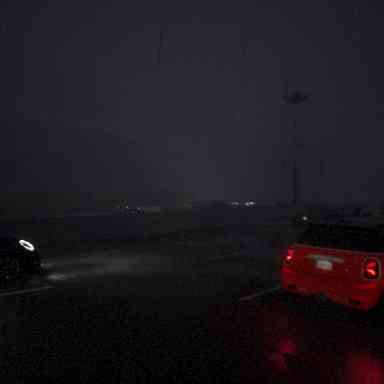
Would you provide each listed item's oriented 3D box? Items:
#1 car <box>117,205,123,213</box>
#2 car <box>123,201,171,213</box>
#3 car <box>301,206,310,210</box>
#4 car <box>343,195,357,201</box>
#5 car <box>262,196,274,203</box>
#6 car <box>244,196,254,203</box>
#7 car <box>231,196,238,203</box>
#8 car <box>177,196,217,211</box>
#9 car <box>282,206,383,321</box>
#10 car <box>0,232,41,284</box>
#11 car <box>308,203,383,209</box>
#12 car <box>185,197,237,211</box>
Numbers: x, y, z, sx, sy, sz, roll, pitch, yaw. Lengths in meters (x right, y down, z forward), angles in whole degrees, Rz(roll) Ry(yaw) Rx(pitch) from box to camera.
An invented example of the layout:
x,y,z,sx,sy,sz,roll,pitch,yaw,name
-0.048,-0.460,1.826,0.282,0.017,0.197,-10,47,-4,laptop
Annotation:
x,y,z,sx,sy,sz,roll,pitch,yaw,name
-6.188,1.668,37.499,1.895,1.301,4.718,0,0,36,car
-4.393,1.659,34.104,1.895,1.301,4.718,0,0,38,car
8.140,1.576,21.723,1.994,1.385,4.181,0,0,40,car
38.656,1.548,81.557,1.812,1.442,4.674,0,0,2,car
15.987,1.597,70.356,2.033,1.411,5.357,0,0,4,car
12.636,1.568,74.080,2.128,1.511,4.902,0,0,2,car
9.092,1.598,72.961,1.812,1.442,4.674,0,0,2,car
0.420,1.525,34.815,1.882,1.535,5.008,0,0,34,car
4.032,1.354,7.485,4.553,1.767,2.097,0,0,-41,car
-6.247,1.378,8.174,4.553,1.767,2.097,0,0,-35,car
7.722,1.496,15.920,2.128,1.511,4.902,0,0,44,car
1.846,1.517,30.865,1.882,1.535,5.008,0,0,37,car
